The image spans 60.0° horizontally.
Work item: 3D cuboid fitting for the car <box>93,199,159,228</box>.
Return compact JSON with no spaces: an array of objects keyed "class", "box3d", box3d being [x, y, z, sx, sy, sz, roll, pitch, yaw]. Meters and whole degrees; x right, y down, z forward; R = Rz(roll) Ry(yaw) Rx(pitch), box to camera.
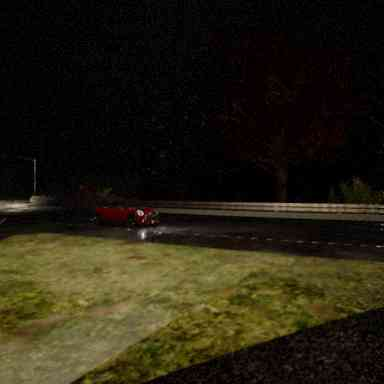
[{"class":"car","box3d":[-4.374,1.291,22.037,4.553,1.767,2.097,0,0,31]}]
